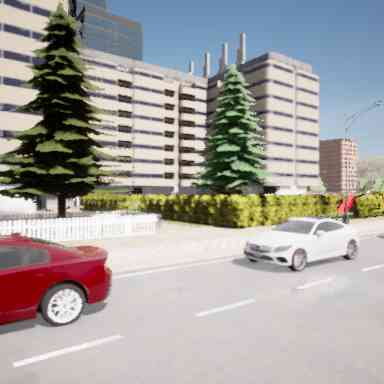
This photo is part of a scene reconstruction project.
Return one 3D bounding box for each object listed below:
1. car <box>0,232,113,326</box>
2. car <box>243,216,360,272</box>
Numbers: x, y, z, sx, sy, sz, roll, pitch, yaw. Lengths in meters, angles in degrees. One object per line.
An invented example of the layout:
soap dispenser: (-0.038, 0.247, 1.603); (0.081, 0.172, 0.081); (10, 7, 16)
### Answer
car: (-3.850, 1.494, 5.540); (5.008, 1.535, 1.882); (0, 0, -36)
car: (3.798, 1.560, 11.073); (4.674, 1.442, 1.812); (0, 0, -36)
